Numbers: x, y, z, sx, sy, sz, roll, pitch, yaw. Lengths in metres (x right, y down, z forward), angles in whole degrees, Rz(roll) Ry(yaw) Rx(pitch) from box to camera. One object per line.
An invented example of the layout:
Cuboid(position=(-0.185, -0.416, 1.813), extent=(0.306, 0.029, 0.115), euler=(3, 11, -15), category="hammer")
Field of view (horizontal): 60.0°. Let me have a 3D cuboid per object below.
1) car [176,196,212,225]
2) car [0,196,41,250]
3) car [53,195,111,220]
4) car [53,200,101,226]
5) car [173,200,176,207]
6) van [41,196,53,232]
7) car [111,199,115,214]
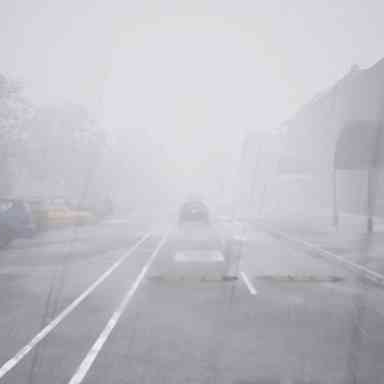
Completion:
Cuboid(position=(0.152, 1.426, 24.999), extent=(2.097, 1.767, 4.553), euler=(0, 0, 0), category="car")
Cuboid(position=(-9.451, 1.289, 13.565), extent=(5.566, 2.045, 2.435), euler=(-1, 0, -20), category="car")
Cuboid(position=(-9.370, 1.309, 25.432), extent=(5.566, 2.045, 2.435), euler=(-1, 0, -20), category="car")
Cuboid(position=(-9.235, 1.551, 22.534), extent=(5.366, 1.575, 1.946), euler=(-1, 0, -20), category="car")
Cuboid(position=(-2.829, 2.338, 70.388), extent=(1.837, 1.490, 4.892), euler=(0, -2, 2), category="car")
Cuboid(position=(-9.521, 1.322, 16.492), extent=(4.442, 1.987, 1.878), euler=(-1, 0, -20), category="van")
Cuboid(position=(-9.411, 1.313, 28.360), extent=(5.566, 2.045, 2.435), euler=(-1, 0, -20), category="car")
